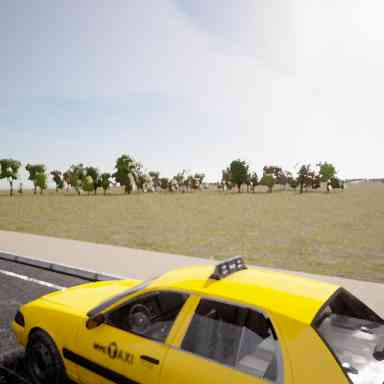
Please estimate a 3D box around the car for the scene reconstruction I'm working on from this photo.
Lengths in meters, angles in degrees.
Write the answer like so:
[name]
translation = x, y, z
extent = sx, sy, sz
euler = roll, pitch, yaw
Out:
[car]
translation = 0.127, 1.455, 3.472
extent = 5.366, 1.575, 1.801
euler = 0, 0, 36
